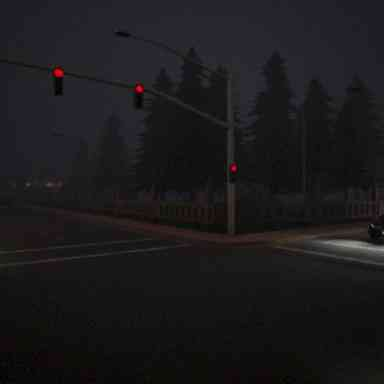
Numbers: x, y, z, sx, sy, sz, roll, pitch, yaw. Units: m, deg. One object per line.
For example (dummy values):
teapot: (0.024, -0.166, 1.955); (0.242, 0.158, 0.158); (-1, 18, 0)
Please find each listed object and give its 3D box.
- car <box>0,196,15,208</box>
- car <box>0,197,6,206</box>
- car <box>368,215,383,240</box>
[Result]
car: (-26.248, 1.283, 46.658); (2.097, 1.767, 4.553); (0, 0, -36)
car: (-31.514, 1.517, 53.932); (1.895, 1.301, 4.718); (0, 0, -36)
car: (10.100, 1.451, 15.346); (4.674, 1.442, 1.812); (0, 0, -33)
